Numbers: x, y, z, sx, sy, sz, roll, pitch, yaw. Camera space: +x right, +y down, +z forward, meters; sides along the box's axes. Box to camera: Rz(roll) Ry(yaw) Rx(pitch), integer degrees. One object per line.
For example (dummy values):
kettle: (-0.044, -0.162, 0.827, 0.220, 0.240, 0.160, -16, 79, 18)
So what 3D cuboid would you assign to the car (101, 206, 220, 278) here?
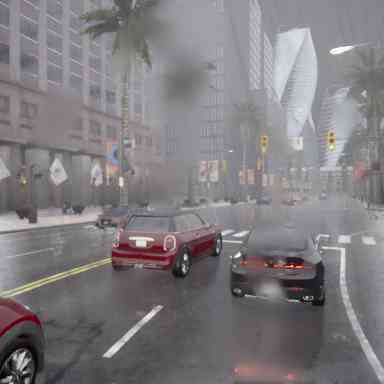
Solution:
car: (-0.545, 1.351, 10.571, 2.097, 1.767, 4.553, 0, 0, 21)

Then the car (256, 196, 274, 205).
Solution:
car: (12.611, 1.474, 57.204, 1.882, 1.535, 5.008, 0, 0, 25)

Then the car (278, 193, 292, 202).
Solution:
car: (21.349, 1.220, 76.071, 2.150, 2.045, 5.566, 0, 0, 25)

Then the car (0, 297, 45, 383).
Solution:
car: (-2.964, 1.352, 2.098, 2.097, 1.767, 4.553, 0, 0, 7)

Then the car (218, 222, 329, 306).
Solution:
car: (2.241, 1.504, 8.205, 1.837, 1.490, 4.892, 0, 0, 20)

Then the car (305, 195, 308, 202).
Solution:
car: (25.604, 1.350, 76.922, 2.097, 1.767, 4.553, 0, 0, 25)

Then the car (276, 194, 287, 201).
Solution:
car: (23.923, 1.348, 89.183, 2.185, 1.767, 4.553, 0, 0, 24)

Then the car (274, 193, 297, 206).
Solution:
car: (15.525, 1.348, 55.174, 2.097, 1.767, 4.553, 0, 0, 25)

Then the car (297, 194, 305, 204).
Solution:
car: (20.680, 1.473, 66.223, 1.882, 1.535, 5.008, 0, 0, 25)

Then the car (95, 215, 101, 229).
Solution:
car: (-4.097, 1.563, 20.795, 1.994, 1.385, 4.181, 0, 0, 25)

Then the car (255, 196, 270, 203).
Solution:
car: (14.720, 1.509, 69.276, 2.161, 1.482, 4.786, 0, 0, 24)

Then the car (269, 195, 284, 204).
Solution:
car: (16.924, 1.473, 66.453, 1.882, 1.535, 5.008, 0, 0, 25)
